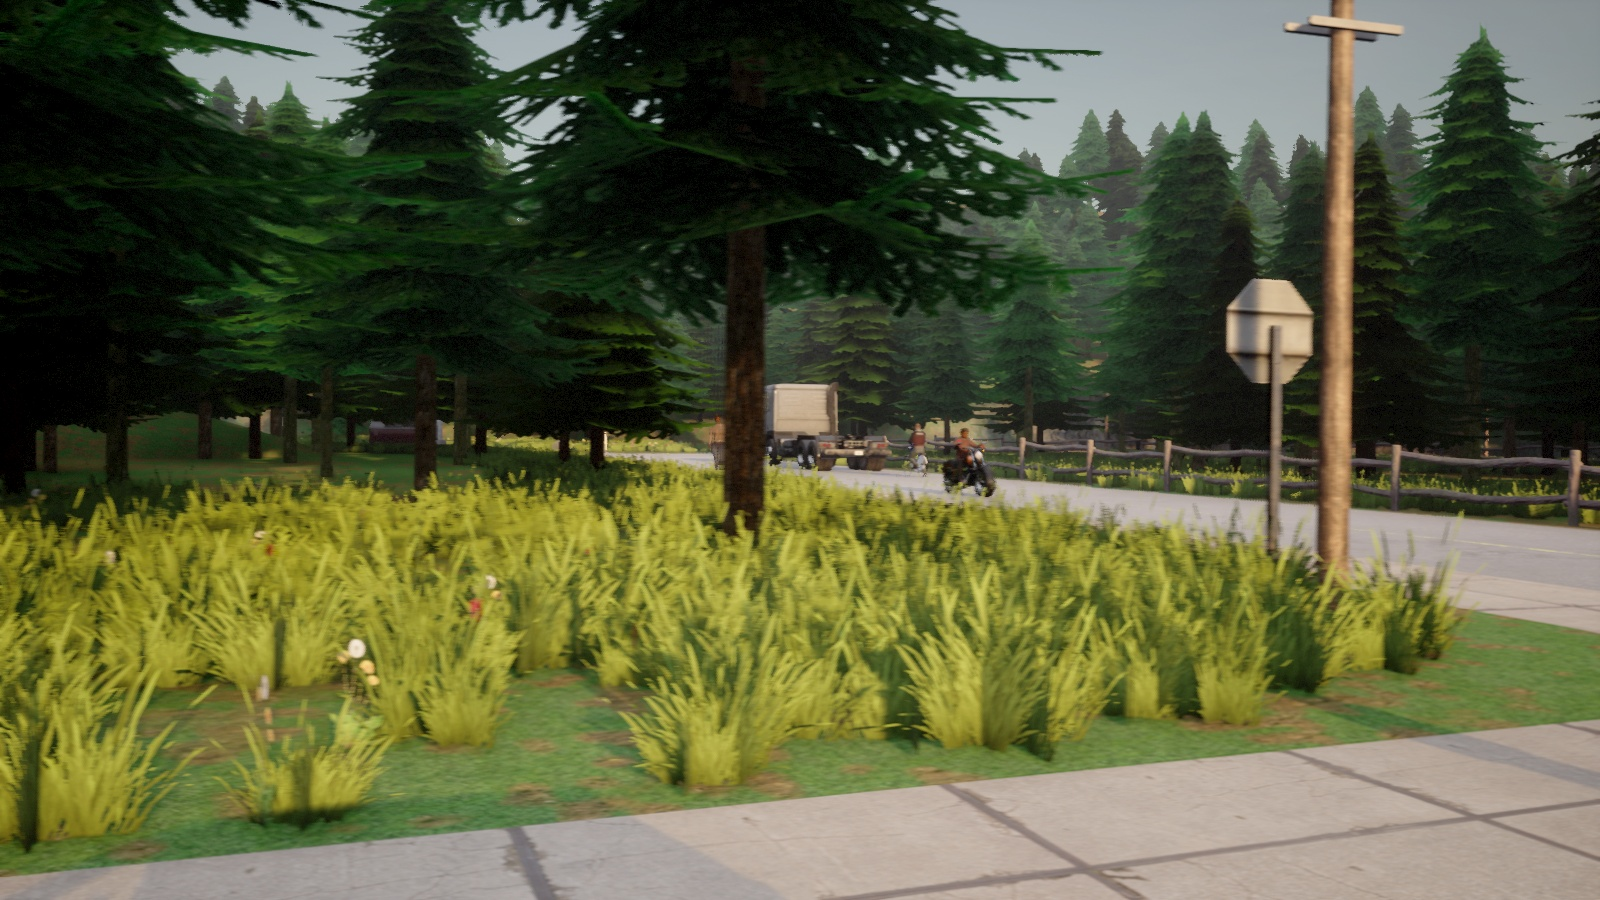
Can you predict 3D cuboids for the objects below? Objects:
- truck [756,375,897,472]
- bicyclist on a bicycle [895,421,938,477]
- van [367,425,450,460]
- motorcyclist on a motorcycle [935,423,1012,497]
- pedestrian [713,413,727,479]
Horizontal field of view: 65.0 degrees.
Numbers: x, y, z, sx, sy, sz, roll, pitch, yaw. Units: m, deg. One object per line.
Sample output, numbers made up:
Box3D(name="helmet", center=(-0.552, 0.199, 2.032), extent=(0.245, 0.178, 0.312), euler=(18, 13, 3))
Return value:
Box3D(name="truck", center=(0.853, -1.014, 48.967), extent=(2.891, 3.462, 7.936), euler=(-1, 1, -19))
Box3D(name="bicyclist on a bicycle", center=(3.770, -0.059, 40.679), extent=(0.659, 1.776, 1.843), euler=(-1, 1, -19))
Box3D(name="van", center=(-23.146, -0.431, 74.316), extent=(4.442, 1.987, 1.775), euler=(0, 1, 16))
Box3D(name="motorcyclist on a motorcycle", center=(4.041, 0.198, 29.406), extent=(0.766, 1.649, 2.350), euler=(-1, 1, -20))
Box3D(name="pedestrian", center=(-2.232, -0.109, 34.915), extent=(0.328, 1.805, 0.869), euler=(-1, 1, -7))
